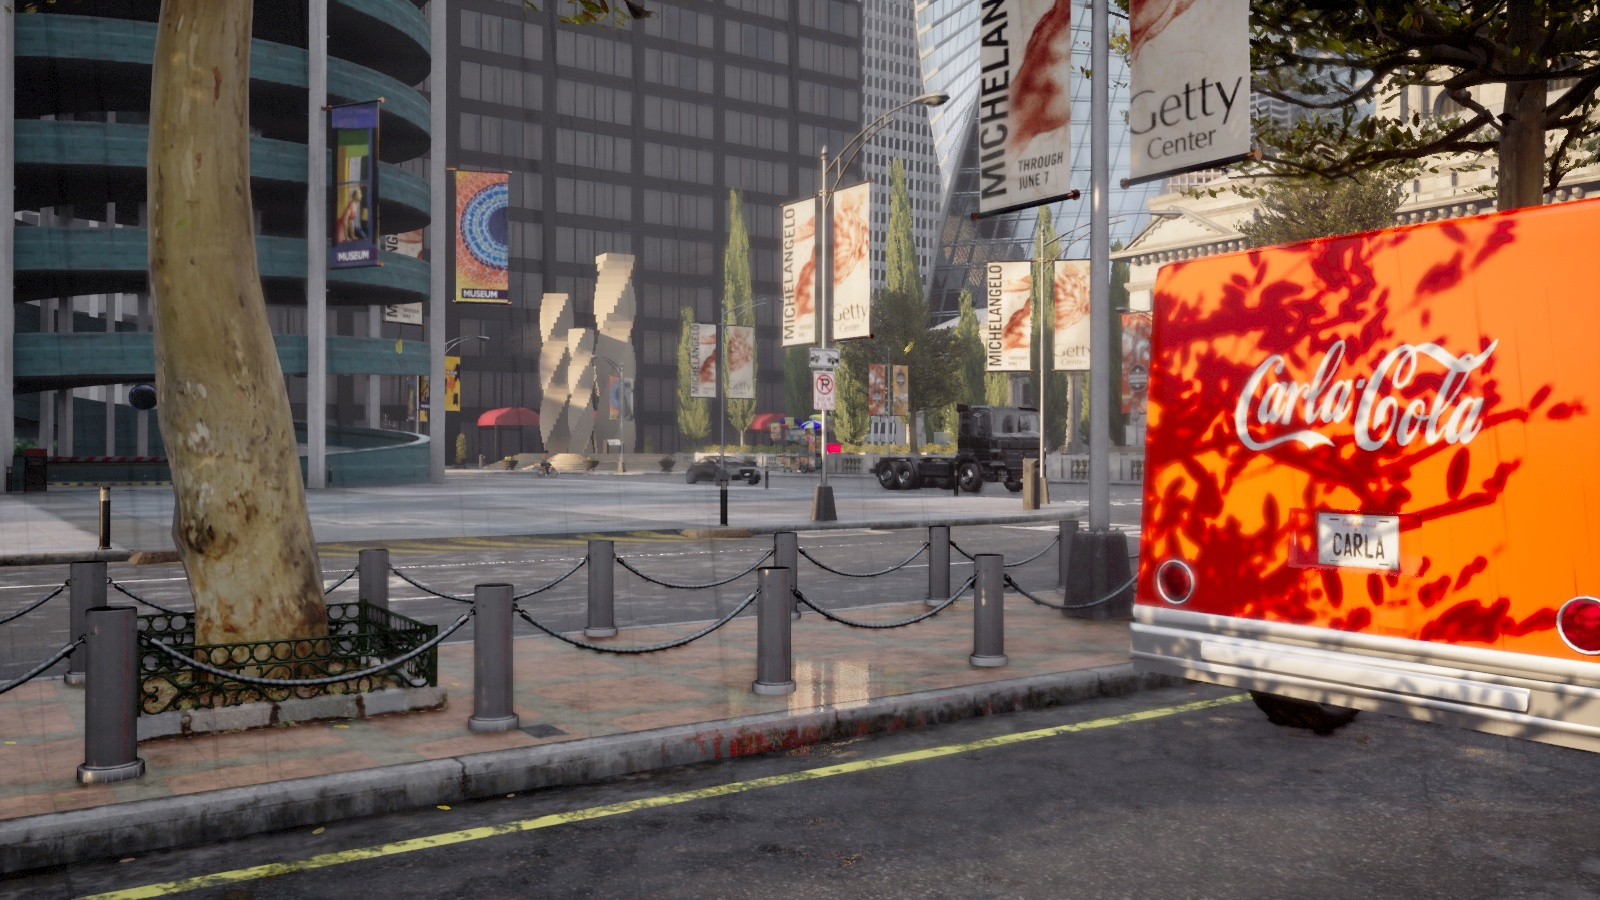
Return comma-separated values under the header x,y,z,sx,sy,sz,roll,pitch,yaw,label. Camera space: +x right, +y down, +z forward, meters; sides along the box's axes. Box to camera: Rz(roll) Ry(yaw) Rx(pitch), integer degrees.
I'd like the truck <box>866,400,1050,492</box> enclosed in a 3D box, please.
x,y,z,sx,sy,sz,roll,pitch,yaw,label
6.281,-0.125,51.367,2.891,3.462,7.936,0,0,-35,truck

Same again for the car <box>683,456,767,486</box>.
x,y,z,sx,sy,sz,roll,pitch,yaw,label
-3.577,0.961,59.346,1.994,1.385,4.181,0,0,-37,car

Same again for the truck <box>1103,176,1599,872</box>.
x,y,z,sx,sy,sz,roll,pitch,yaw,label
4.416,0.265,6.736,5.204,2.467,2.627,0,0,-35,truck
